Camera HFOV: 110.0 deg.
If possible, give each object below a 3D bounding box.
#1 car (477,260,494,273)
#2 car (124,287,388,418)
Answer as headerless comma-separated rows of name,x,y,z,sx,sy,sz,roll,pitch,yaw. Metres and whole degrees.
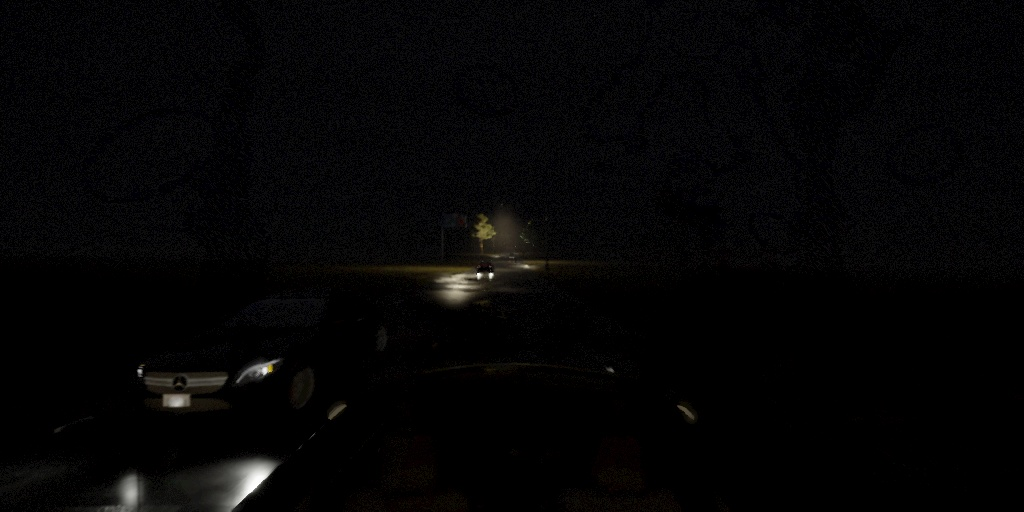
car,-3.581,1.380,48.755,2.097,1.767,4.553,0,0,0
car,-3.599,1.314,6.179,1.812,1.442,4.674,0,-1,0
